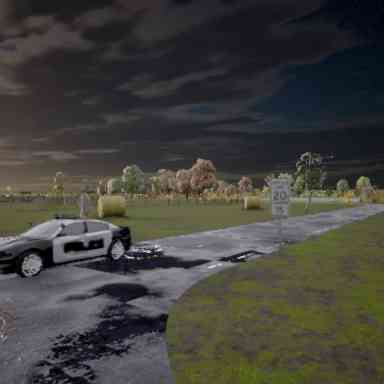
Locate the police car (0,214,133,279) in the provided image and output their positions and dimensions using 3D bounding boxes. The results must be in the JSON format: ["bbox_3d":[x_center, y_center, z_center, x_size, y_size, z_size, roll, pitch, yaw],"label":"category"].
[{"bbox_3d":[-4.204,1.536,10.689,1.930,1.638,5.238,-1,-1,35],"label":"police car"}]
